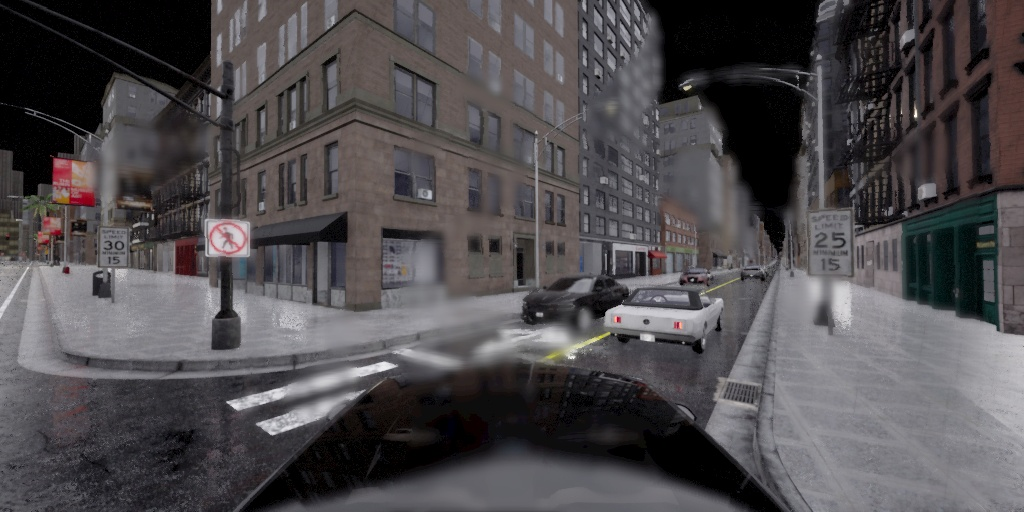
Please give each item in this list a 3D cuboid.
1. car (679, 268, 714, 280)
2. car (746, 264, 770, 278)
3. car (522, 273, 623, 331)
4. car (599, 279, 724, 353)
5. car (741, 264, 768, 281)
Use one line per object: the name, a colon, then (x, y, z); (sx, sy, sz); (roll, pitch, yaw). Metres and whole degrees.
car: (14.657, 1.633, 28.352); (1.994, 1.385, 4.181); (-1, -1, 37)
car: (29.546, 1.742, 43.009); (2.128, 1.511, 4.902); (-1, -1, 37)
car: (2.265, 1.354, 11.868); (1.882, 1.535, 5.008); (-1, -1, 37)
car: (4.141, 1.424, 9.201); (1.895, 1.301, 4.718); (-1, -1, 37)
car: (23.557, 1.624, 34.965); (2.128, 1.511, 4.902); (-1, -1, 37)
